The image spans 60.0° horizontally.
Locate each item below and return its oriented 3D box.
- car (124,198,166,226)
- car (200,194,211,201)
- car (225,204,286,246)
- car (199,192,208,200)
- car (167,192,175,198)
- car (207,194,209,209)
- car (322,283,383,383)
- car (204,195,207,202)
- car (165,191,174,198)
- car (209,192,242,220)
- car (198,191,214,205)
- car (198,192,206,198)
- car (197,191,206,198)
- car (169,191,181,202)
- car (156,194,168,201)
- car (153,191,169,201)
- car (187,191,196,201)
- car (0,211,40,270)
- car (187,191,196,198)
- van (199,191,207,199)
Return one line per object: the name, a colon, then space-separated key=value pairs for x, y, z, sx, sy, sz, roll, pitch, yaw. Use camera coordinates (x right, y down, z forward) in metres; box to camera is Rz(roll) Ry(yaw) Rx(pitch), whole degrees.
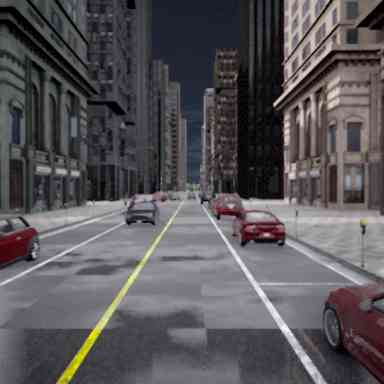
car: x=-3.124 y=1.376 z=22.251 sx=2.033 sy=1.411 sz=5.357 roll=0 pitch=0 yaw=0
car: x=2.690 y=1.075 z=64.884 sx=1.947 sy=1.339 sz=4.313 roll=0 pitch=0 yaw=0
car: x=2.744 y=1.433 z=14.469 sx=1.887 sy=1.381 sz=4.507 roll=0 pitch=0 yaw=0
car: x=2.678 y=0.865 z=76.086 sx=1.967 sy=1.590 sz=4.097 roll=0 pitch=0 yaw=0
car: x=-5.865 y=0.827 z=92.711 sx=1.752 sy=1.417 sz=4.829 roll=0 pitch=0 yaw=0
car: x=2.726 y=1.201 z=31.273 sx=1.967 sy=1.590 sz=4.097 roll=0 pitch=0 yaw=0
car: x=2.757 y=1.556 z=3.266 sx=1.802 sy=1.307 sz=4.206 roll=0 pitch=0 yaw=0
car: x=2.720 y=1.285 z=36.875 sx=1.947 sy=1.339 sz=4.313 roll=0 pitch=0 yaw=0
car: x=-5.860 y=0.657 z=87.278 sx=2.192 sy=1.841 sz=5.009 roll=0 pitch=0 yaw=0
car: x=2.731 y=1.118 z=25.671 sx=2.192 sy=1.841 sz=5.009 roll=0 pitch=0 yaw=0
car: x=2.341 y=0.854 z=49.304 sx=2.150 sy=2.045 sz=5.566 roll=0 pitch=0 yaw=0
car: x=2.666 y=0.782 z=87.289 sx=1.967 sy=1.590 sz=4.097 roll=0 pitch=0 yaw=0
car: x=2.659 y=0.616 z=92.890 sx=2.192 sy=1.841 sz=5.009 roll=0 pitch=0 yaw=0
car: x=-3.095 y=1.085 z=62.883 sx=1.994 sy=1.385 sz=4.181 roll=0 pitch=0 yaw=0
car: x=-5.835 y=1.075 z=64.871 sx=1.947 sy=1.339 sz=4.313 roll=0 pitch=0 yaw=0
car: x=-5.830 y=0.866 z=59.268 sx=2.192 sy=1.841 sz=5.009 roll=0 pitch=0 yaw=0
car: x=-0.073 y=1.038 z=68.719 sx=1.895 sy=1.301 sz=4.718 roll=0 pitch=0 yaw=0
car: x=-5.775 y=1.371 z=8.851 sx=1.967 sy=1.590 sz=4.097 roll=0 pitch=0 yaw=0
car: x=-0.091 y=0.526 z=85.373 sx=2.097 sy=1.767 sz=4.553 roll=0 pitch=0 yaw=0
van: x=2.671 y=0.725 z=81.687 sx=1.690 sy=1.788 sz=3.998 roll=0 pitch=0 yaw=0
